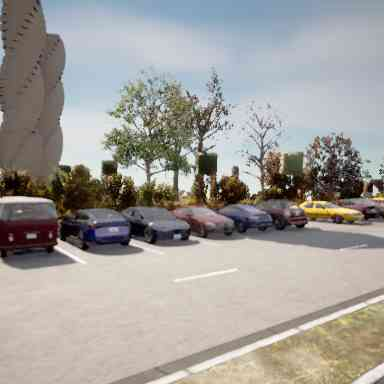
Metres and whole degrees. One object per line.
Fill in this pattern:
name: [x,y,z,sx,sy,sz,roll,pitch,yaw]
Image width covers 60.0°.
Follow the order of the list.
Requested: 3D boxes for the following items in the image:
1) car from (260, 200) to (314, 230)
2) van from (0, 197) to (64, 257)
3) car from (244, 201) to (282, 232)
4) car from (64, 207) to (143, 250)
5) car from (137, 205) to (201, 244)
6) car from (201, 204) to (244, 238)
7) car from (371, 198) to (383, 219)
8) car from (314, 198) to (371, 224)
car: [4.760,1.263,20.617,2.185,1.767,4.553,0,0,-35]
van: [-6.554,1.204,12.754,1.878,1.987,4.442,0,0,-35]
car: [2.494,1.442,19.041,2.002,1.452,4.674,0,0,-35]
car: [-4.260,1.457,14.278,2.163,1.488,4.792,0,0,-35]
car: [-1.983,1.454,15.825,2.163,1.488,4.792,0,0,-35]
car: [0.247,1.454,17.449,2.002,1.452,4.674,0,0,-35]
car: [11.461,1.350,25.455,2.163,1.488,4.792,-1,0,-35]
car: [9.336,1.342,23.680,1.946,1.575,5.366,-1,0,-35]
